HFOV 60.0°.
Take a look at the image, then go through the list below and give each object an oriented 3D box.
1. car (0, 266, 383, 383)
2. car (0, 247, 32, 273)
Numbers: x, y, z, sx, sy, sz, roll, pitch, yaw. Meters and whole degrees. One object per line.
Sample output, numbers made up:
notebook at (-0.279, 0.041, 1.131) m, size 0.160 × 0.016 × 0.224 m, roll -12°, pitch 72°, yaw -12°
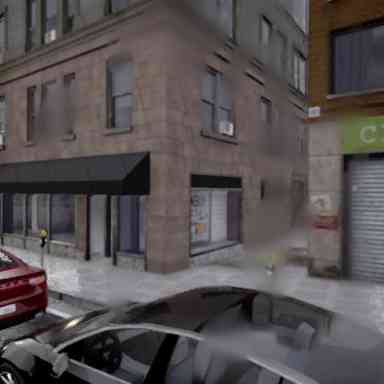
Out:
car at (-0.019, 1.579, 2.964) m, size 4.313 × 1.339 × 1.947 m, roll -1°, pitch 1°, yaw 35°
car at (-4.503, 1.600, 6.155) m, size 4.507 × 1.381 × 1.887 m, roll -1°, pitch 1°, yaw 35°
